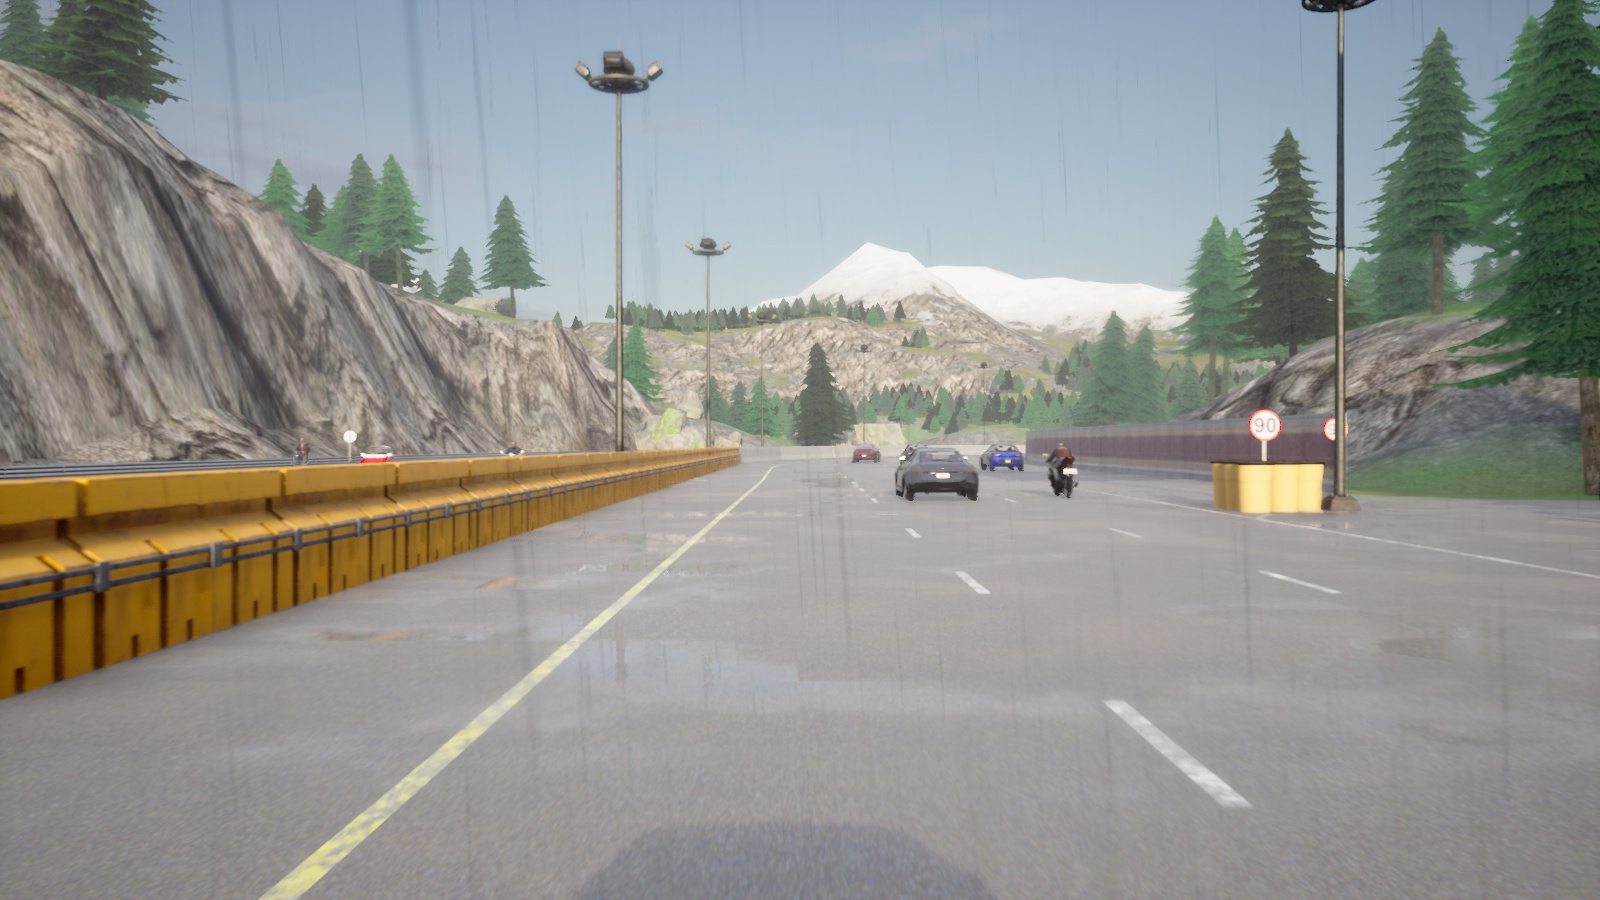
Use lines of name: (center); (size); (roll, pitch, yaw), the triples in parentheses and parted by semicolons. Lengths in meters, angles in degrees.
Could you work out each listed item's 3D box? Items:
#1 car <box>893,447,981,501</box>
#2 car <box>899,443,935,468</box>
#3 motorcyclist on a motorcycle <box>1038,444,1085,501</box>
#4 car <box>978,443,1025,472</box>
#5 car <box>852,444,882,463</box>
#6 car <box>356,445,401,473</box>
car: (3.683, 0.619, 34.417); (1.994, 1.385, 4.181); (0, 0, 0)
car: (7.096, 0.334, 76.476); (1.816, 1.474, 4.193); (0, 0, 1)
motorcyclist on a motorcycle: (7.185, 0.592, 34.595); (0.866, 1.530, 2.191); (0, 0, 0)
car: (10.619, 0.394, 66.449); (1.816, 1.474, 4.193); (0, 0, 0)
car: (5.101, 0.241, 94.886); (1.812, 1.442, 4.674); (0, 0, 8)
car: (-20.847, 0.433, 62.128); (1.481, 1.376, 2.207); (0, 0, 0)
